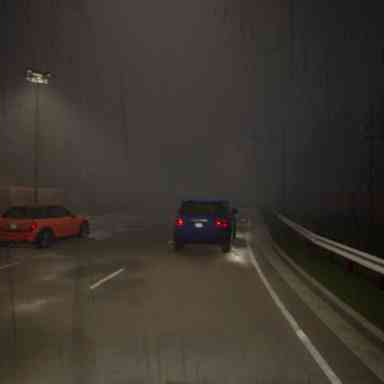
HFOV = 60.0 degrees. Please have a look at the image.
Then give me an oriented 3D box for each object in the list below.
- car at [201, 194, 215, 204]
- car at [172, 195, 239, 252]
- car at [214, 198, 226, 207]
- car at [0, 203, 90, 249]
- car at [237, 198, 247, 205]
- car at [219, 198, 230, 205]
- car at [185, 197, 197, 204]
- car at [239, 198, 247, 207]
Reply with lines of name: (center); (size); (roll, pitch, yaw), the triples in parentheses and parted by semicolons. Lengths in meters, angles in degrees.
car: (3.325, 1.473, 69.243); (2.150, 2.045, 5.566); (1, 0, 10)
car: (0.720, 1.301, 14.569); (2.150, 2.045, 5.566); (1, 0, 10)
car: (4.986, 1.874, 58.722); (1.812, 1.442, 4.674); (1, 0, 10)
car: (-6.372, 1.336, 14.677); (2.097, 1.767, 4.553); (1, 0, 10)
car: (10.204, 1.944, 67.980); (1.895, 1.301, 4.718); (1, 0, 10)
car: (6.768, 1.888, 68.643); (1.895, 1.301, 4.718); (1, 0, 10)
car: (-0.134, 1.727, 69.805); (1.812, 1.442, 4.674); (1, 0, 10)
car: (8.435, 1.993, 58.132); (1.895, 1.301, 4.718); (1, 0, 10)
